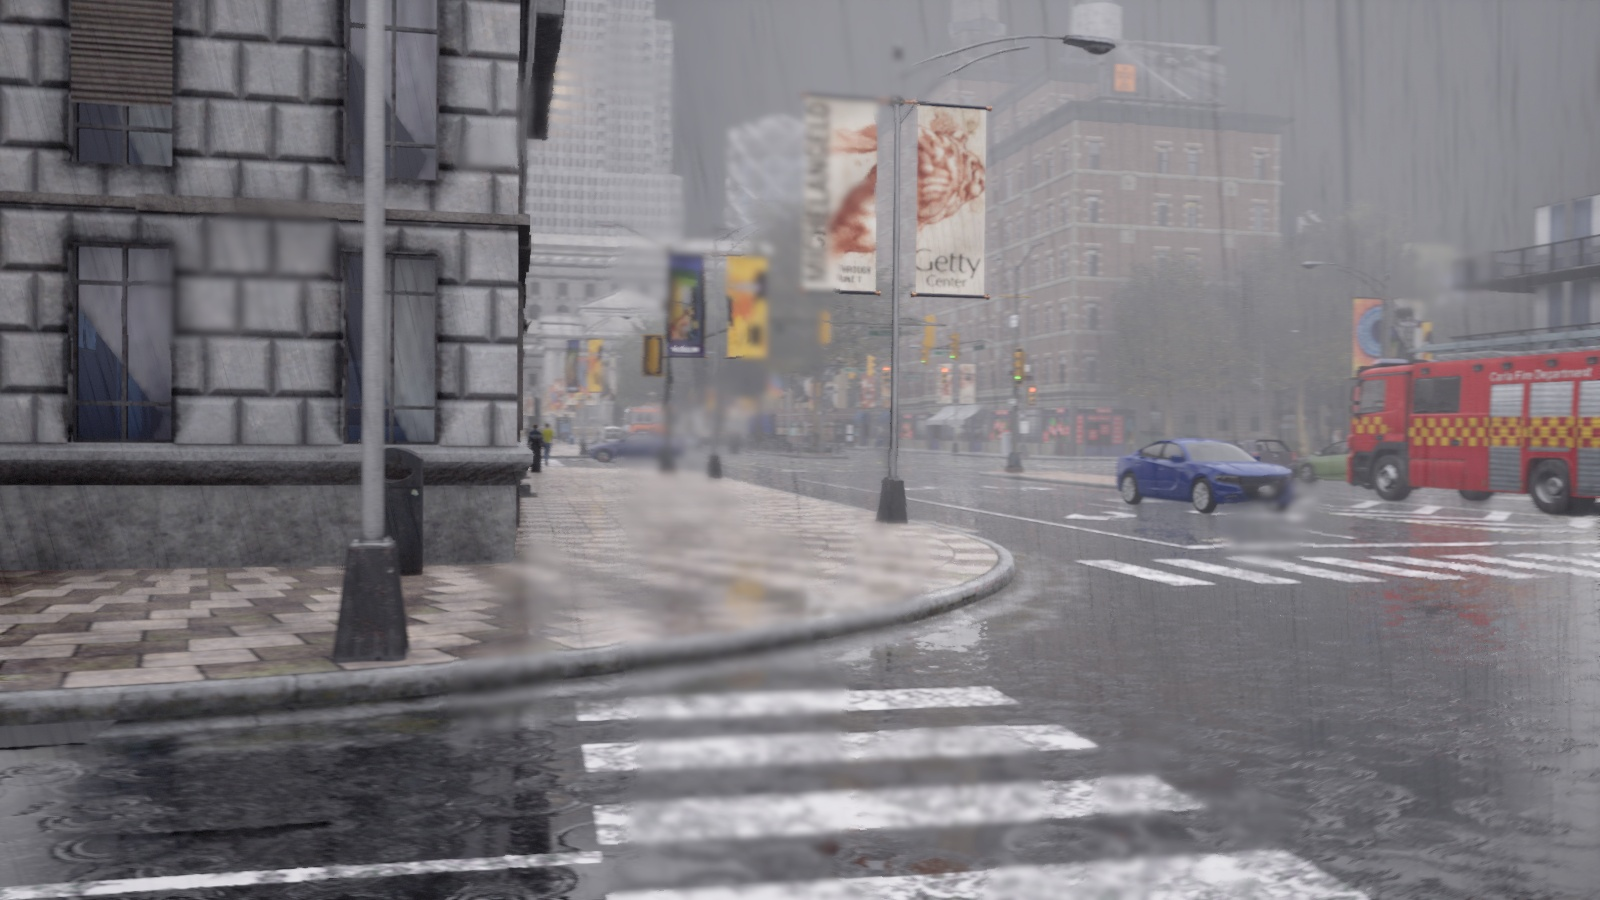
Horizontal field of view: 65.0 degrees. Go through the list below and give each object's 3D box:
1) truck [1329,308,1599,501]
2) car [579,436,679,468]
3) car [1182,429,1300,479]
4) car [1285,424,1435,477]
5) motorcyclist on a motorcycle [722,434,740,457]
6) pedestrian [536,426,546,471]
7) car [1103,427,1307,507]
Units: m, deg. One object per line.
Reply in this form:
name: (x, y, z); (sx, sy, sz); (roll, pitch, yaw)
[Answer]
truck: (16.286, -0.965, 29.195); (2.891, 3.827, 8.468); (-1, 1, -13)
car: (-8.171, 0.067, 60.397); (4.674, 1.442, 1.812); (-1, 1, -5)
car: (13.874, 0.093, 39.680); (1.845, 1.501, 3.633); (-1, 1, -13)
car: (17.502, -0.013, 39.520); (2.007, 1.525, 4.514); (-1, 1, -13)
motorcyclist on a motorcycle: (-4.647, -0.303, 84.410); (0.866, 1.530, 2.191); (-1, 1, -12)
pedestrian: (-10.670, -0.084, 51.785); (0.354, 1.836, 0.706); (-1, 1, -11)
car: (8.567, 0.295, 27.139); (1.882, 1.535, 5.008); (-1, 1, -13)
